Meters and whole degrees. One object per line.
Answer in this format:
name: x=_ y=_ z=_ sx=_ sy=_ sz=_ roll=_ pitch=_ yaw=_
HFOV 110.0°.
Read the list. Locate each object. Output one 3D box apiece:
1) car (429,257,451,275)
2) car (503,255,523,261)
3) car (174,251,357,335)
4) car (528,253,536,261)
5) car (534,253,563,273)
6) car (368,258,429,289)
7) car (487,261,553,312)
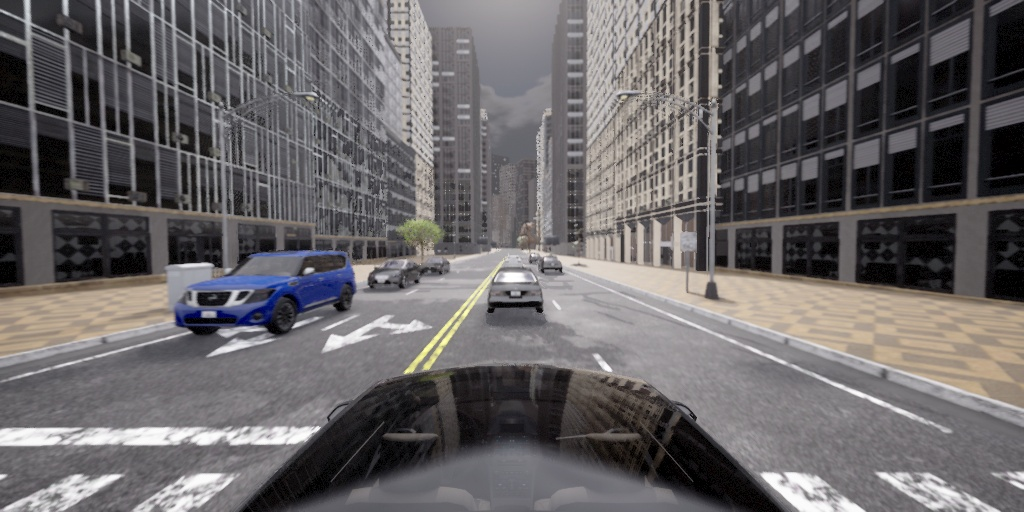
car: x=-6.475 y=0.804 z=30.781 sx=2.033 sy=1.411 sz=5.357 roll=0 pitch=1 yaw=0
car: x=0.134 y=0.653 z=35.719 sx=1.812 sy=1.442 sz=4.674 roll=0 pitch=1 yaw=0
car: x=-6.597 y=0.867 z=10.556 sx=2.150 sy=2.045 sz=5.566 roll=0 pitch=1 yaw=0
car: x=3.390 y=0.332 z=52.347 sx=2.033 sy=1.411 sz=5.357 roll=0 pitch=1 yaw=0
car: x=3.379 y=0.726 z=32.181 sx=2.033 sy=1.411 sz=5.357 roll=0 pitch=1 yaw=0
car: x=-6.550 y=0.947 z=20.477 sx=2.128 sy=1.511 sz=4.902 roll=0 pitch=1 yaw=1
car: x=0.107 y=1.110 z=13.115 sx=2.033 sy=1.411 sz=5.357 roll=0 pitch=1 yaw=0
